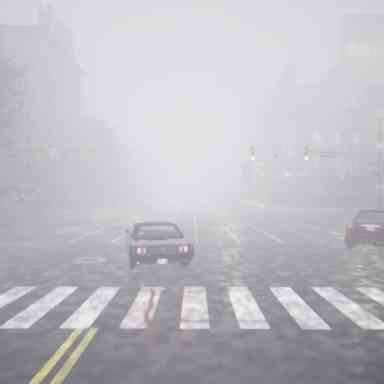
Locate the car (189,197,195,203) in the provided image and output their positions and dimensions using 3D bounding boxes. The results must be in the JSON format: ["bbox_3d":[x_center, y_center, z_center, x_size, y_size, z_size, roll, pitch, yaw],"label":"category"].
[{"bbox_3d":[0.015,2.159,92.120,1.837,1.490,4.892,0,0,0],"label":"car"}]

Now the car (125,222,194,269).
[{"bbox_3d":[-1.340,1.685,11.572,1.895,1.301,4.718,0,0,-13],"label":"car"}]

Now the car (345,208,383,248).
[{"bbox_3d":[8.467,1.455,14.290,4.553,1.767,2.097,0,0,-43],"label":"car"}]

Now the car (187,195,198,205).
[{"bbox_3d":[0.060,1.724,70.028,2.150,2.045,5.566,0,0,0],"label":"car"}]
